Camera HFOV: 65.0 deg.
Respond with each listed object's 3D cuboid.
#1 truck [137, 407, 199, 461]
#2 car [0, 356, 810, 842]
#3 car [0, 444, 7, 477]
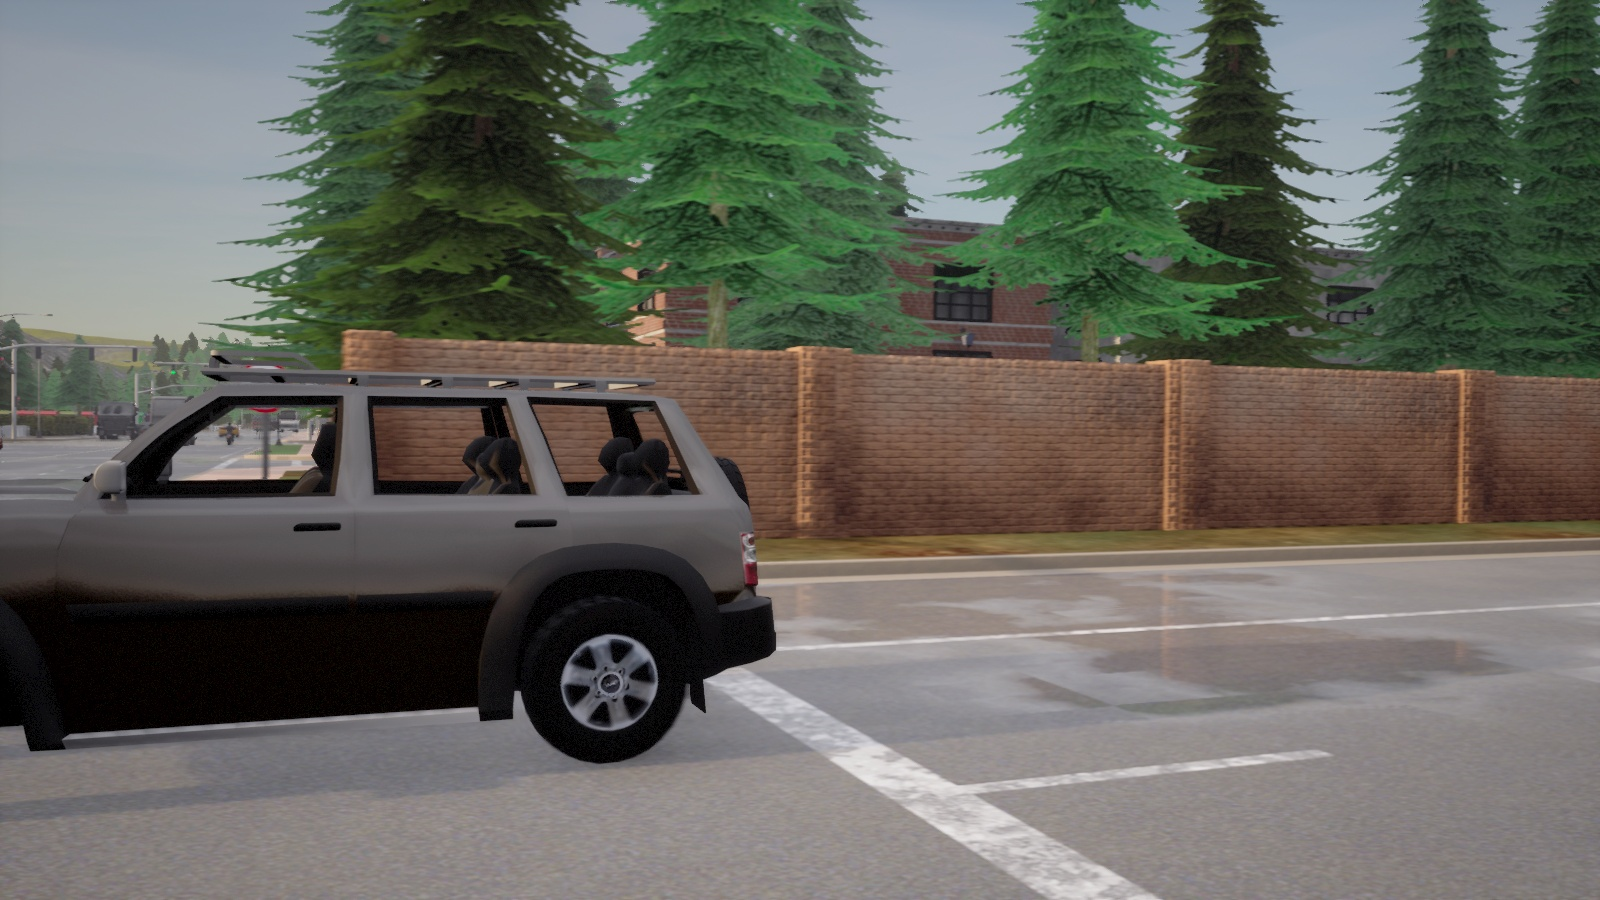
[{"bbox_3d":[-42.443,-1.099,84.559,2.891,3.462,7.936,-1,1,-21],"label":"truck"},{"bbox_3d":[-2.458,0.543,6.048,4.605,1.855,1.932,-1,1,-21],"label":"car"},{"bbox_3d":[-32.277,0.462,48.477,1.895,1.301,4.718,-1,1,-21],"label":"car"}]
